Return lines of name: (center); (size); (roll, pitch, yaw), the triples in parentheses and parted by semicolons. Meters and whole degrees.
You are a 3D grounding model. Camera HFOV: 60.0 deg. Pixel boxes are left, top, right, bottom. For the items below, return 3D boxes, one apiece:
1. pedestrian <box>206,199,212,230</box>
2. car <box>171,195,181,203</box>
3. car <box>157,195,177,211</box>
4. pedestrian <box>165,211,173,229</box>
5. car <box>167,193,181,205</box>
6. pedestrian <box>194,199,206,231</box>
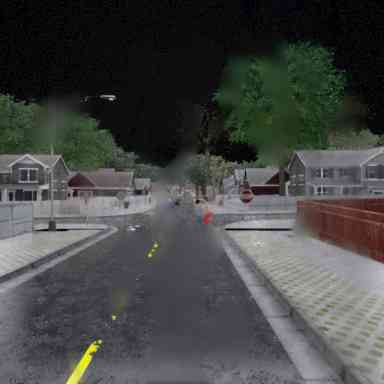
pedestrian: (0.910, 1.289, 19.716); (0.375, 1.860, 0.375); (0, 0, -1)
car: (-3.408, 1.486, 71.737); (1.812, 1.442, 4.674); (0, 0, -1)
car: (-3.223, 1.464, 41.088); (1.882, 1.535, 5.008); (0, 0, 0)
pedestrian: (-1.356, 1.669, 20.297); (0.500, 1.100, 0.500); (0, 0, -1)
car: (-3.325, 1.190, 56.653); (2.150, 2.045, 5.566); (0, 1, 2)
pedestrian: (0.436, 1.289, 19.109); (0.375, 1.860, 0.375); (0, 0, -1)
